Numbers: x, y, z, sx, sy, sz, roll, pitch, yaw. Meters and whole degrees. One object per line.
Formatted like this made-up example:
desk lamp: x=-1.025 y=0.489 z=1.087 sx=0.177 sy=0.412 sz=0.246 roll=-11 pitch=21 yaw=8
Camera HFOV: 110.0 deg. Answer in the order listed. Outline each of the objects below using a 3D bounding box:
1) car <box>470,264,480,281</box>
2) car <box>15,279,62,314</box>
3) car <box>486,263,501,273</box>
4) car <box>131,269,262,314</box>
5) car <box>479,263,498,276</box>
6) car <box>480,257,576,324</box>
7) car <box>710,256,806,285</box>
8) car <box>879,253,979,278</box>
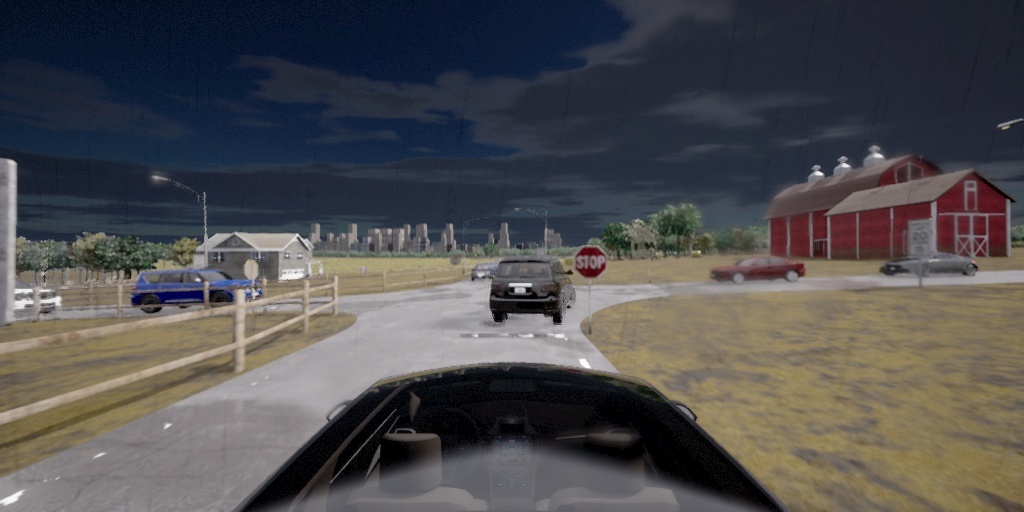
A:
car: x=-2.793 y=1.528 z=33.722 sx=2.128 sy=1.511 sz=4.902 roll=0 pitch=-1 yaw=-1
car: x=-26.468 y=2.101 z=18.068 sx=5.566 sy=2.045 sz=2.150 roll=-2 pitch=-1 yaw=0
car: x=-2.800 y=1.822 z=55.587 sx=1.994 sy=1.385 sz=4.181 roll=0 pitch=-1 yaw=0
car: x=-15.723 y=1.672 z=18.103 sx=5.566 sy=2.045 sz=2.150 roll=-2 pitch=-1 yaw=-1
car: x=-2.827 y=1.611 z=43.965 sx=1.882 sy=1.535 sz=5.008 roll=0 pitch=-1 yaw=0
car: x=0.902 y=1.071 z=12.708 sx=2.150 sy=2.045 sz=5.566 roll=-1 pitch=0 yaw=14
car: x=14.326 y=0.790 z=21.064 sx=5.008 sy=1.535 sz=1.882 roll=-2 pitch=-1 yaw=0
car: x=24.367 y=0.503 z=21.076 sx=4.181 sy=1.385 sz=1.994 roll=-2 pitch=-1 yaw=0
